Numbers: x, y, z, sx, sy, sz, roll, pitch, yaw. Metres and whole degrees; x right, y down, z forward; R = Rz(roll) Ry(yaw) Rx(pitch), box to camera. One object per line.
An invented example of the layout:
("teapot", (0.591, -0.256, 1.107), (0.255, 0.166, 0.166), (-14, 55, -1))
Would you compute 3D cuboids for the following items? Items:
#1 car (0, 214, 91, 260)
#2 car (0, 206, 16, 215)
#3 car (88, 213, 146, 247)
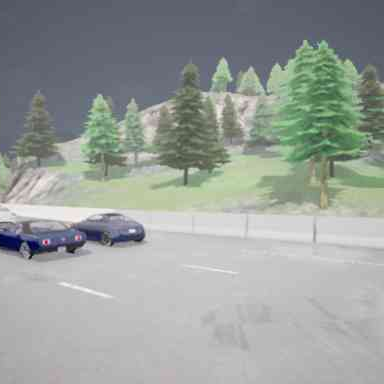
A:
("car", (-6.257, 1.735, 13.069), (4.718, 1.301, 1.895), (-1, 0, 40))
("car", (-14.909, 1.810, 25.375), (4.674, 1.442, 1.812), (-1, 0, 44))
("car", (-4.158, 1.698, 15.883), (4.181, 1.385, 1.994), (-1, 0, 40))
